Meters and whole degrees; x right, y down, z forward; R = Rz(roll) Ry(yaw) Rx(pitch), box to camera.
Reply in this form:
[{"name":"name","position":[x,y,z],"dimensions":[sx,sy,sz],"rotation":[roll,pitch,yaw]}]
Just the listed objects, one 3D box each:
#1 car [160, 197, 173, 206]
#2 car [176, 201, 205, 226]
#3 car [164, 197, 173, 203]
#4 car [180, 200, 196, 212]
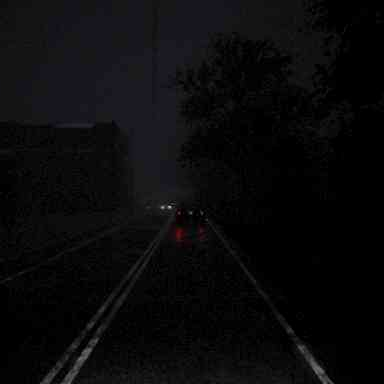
[{"name":"car","position":[-4.658,1.887,60.466],"dimensions":[1.994,1.385,4.181],"rotation":[0,0,-2]},{"name":"car","position":[-0.131,1.560,25.699],"dimensions":[2.097,1.767,4.553],"rotation":[0,0,-1]},{"name":"car","position":[-5.391,1.803,76.132],"dimensions":[1.895,1.301,4.718],"rotation":[0,0,-3]},{"name":"car","position":[-0.615,1.869,44.371],"dimensions":[2.033,1.411,5.357],"rotation":[0,0,-2]}]
